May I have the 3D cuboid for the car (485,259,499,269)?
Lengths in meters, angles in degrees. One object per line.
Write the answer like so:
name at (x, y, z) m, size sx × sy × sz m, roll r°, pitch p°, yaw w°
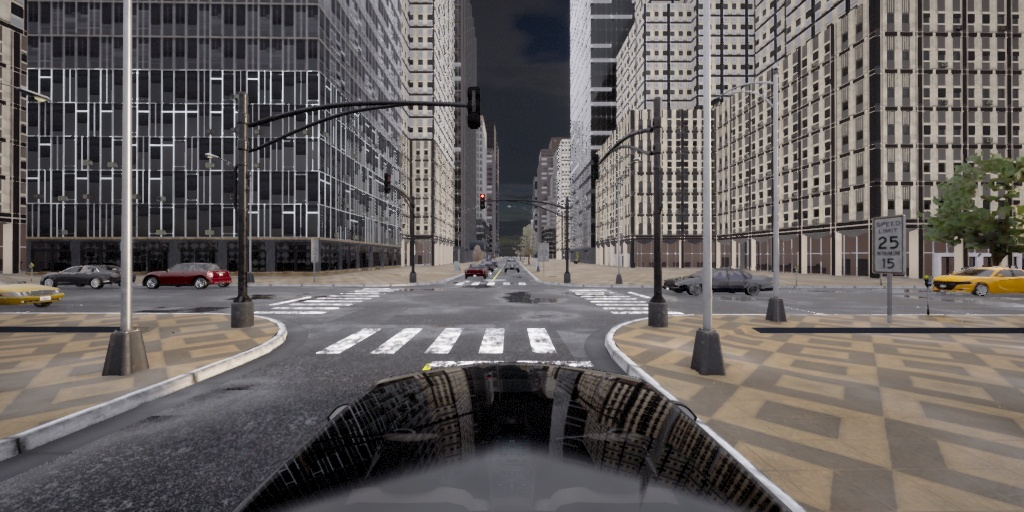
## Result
car at (-3.199, 1.291, 58.350) m, size 2.033 × 1.411 × 5.357 m, roll 0°, pitch 0°, yaw 0°

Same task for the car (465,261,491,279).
car at (-3.154, 1.350, 32.375) m, size 1.895 × 1.301 × 4.718 m, roll 0°, pitch 0°, yaw -1°

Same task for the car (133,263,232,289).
car at (-19.251, 1.112, 21.273) m, size 4.097 × 1.591 × 1.967 m, roll 0°, pitch 0°, yaw -1°

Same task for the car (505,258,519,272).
car at (0.005, 1.295, 46.464) m, size 2.033 × 1.411 × 5.357 m, roll 0°, pitch 0°, yaw 0°

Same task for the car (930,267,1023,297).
car at (25.749, 1.357, 19.385) m, size 5.008 × 1.535 × 1.882 m, roll 0°, pitch 0°, yaw -1°

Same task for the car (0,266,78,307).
car at (-18.922, 1.165, 12.639) m, size 4.829 × 1.417 × 1.751 m, roll 0°, pitch 0°, yaw -1°

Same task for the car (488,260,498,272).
car at (-3.190, 1.295, 45.214) m, size 2.033 × 1.411 × 5.357 m, roll 0°, pitch 0°, yaw 0°

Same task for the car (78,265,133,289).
car at (-24.927, 1.189, 21.139) m, size 4.403 × 1.370 × 2.007 m, roll 0°, pitch 0°, yaw -1°

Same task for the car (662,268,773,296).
car at (10.934, 1.362, 19.107) m, size 5.357 × 1.411 × 2.033 m, roll 0°, pitch 0°, yaw -1°
